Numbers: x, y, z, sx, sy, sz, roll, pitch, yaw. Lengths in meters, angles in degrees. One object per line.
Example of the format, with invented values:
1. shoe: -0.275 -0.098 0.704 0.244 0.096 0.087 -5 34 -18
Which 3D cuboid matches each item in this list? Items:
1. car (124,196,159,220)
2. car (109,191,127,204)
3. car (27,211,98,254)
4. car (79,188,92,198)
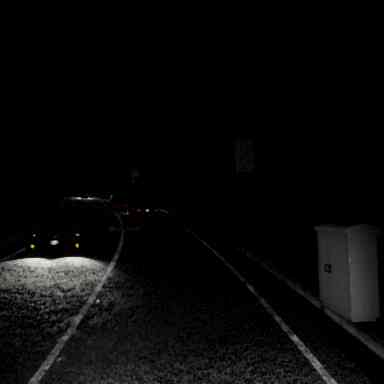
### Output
1. car: -3.709 1.247 25.113 2.033 1.411 5.357 1 1 -16
2. car: -9.260 0.643 41.933 2.128 1.511 4.902 1 2 -19
3. car: -4.880 1.455 13.037 1.994 1.385 4.181 0 1 -9
4. car: -17.245 0.137 53.455 1.837 1.490 4.892 1 2 -19
